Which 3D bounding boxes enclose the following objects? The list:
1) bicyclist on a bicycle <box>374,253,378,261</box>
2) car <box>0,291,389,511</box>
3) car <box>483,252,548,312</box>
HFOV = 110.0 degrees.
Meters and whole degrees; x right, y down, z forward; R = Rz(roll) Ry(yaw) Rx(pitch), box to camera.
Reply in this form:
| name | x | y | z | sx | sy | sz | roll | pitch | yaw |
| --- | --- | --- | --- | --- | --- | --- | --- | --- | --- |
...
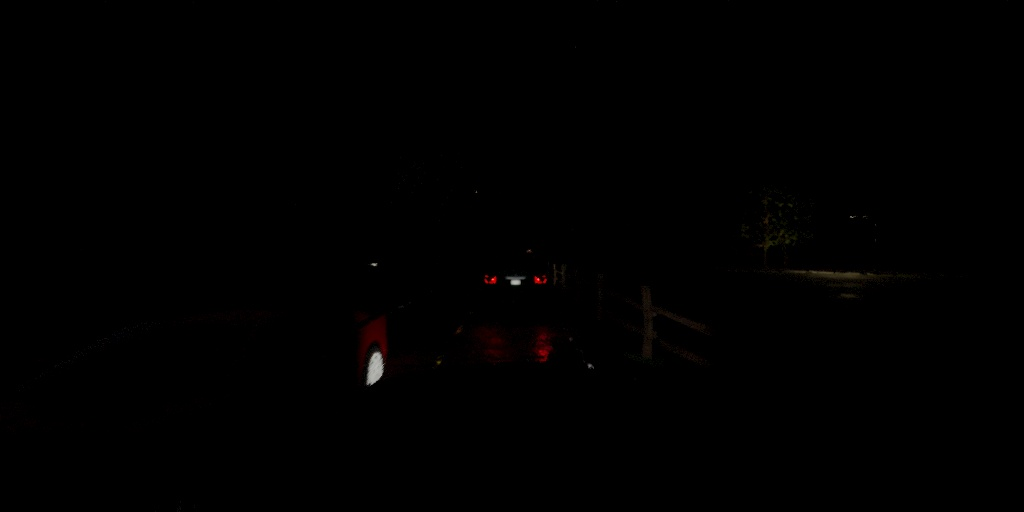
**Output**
| name | x | y | z | sx | sy | sz | roll | pitch | yaw |
| --- | --- | --- | --- | --- | --- | --- | --- | --- | --- |
| bicyclist on a bicycle | -21.919 | 0.396 | 57.737 | 0.582 | 1.620 | 1.656 | 1 | 1 | 2 |
| car | -2.849 | 1.209 | 3.574 | 1.882 | 1.535 | 5.008 | 0 | 1 | 0 |
| car | 0.119 | 0.866 | 13.704 | 2.150 | 2.045 | 5.566 | 0 | 1 | 0 |
